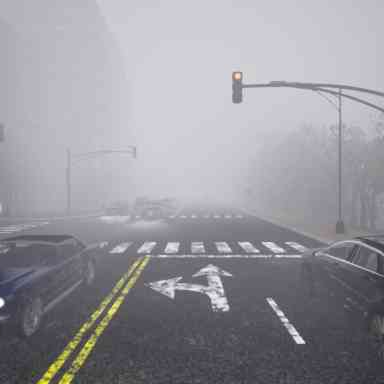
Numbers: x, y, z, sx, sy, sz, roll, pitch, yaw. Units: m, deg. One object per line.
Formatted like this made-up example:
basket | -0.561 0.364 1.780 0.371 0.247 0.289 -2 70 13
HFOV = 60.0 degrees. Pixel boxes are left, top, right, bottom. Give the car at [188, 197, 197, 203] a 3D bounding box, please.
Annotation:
car | 0.106 1.625 68.490 1.895 1.301 4.718 0 0 0

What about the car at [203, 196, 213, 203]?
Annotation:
car | 3.320 1.504 70.603 1.882 1.535 5.008 0 0 0

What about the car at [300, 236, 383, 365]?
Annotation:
car | 3.350 1.491 5.650 2.128 1.511 4.902 0 0 0

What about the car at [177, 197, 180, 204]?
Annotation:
car | -3.297 1.586 64.011 1.994 1.385 4.181 0 0 0

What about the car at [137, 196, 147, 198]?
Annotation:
car | -6.596 1.359 43.968 2.097 1.767 4.553 0 0 0

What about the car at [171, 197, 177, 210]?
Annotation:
car | -3.346 1.534 43.425 1.812 1.442 4.674 0 0 0

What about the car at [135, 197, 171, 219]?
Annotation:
car | -3.353 1.510 29.376 2.128 1.511 4.902 0 0 0

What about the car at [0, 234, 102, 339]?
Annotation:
car | -3.353 1.600 6.691 1.895 1.301 4.718 0 0 0

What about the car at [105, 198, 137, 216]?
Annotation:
car | -6.898 1.570 32.172 1.994 1.385 4.181 0 0 4

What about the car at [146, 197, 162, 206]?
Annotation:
car | -6.580 1.563 58.018 2.033 1.411 5.357 0 0 0
